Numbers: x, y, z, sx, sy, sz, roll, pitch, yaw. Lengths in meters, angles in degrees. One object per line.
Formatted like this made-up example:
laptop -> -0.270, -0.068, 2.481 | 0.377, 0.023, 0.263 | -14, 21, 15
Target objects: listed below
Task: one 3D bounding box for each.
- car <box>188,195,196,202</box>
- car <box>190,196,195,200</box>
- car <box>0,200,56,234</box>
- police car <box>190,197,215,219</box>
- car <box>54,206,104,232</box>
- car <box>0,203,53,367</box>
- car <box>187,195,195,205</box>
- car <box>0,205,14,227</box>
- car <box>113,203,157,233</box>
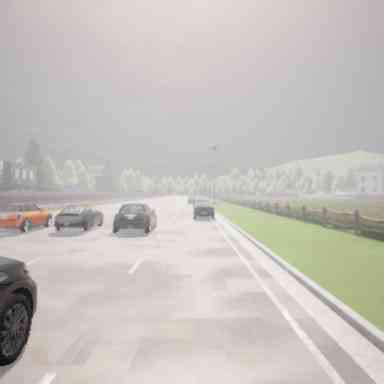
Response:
car -> 0.012, 1.558, 81.581 | 2.097, 1.767, 4.553 | 0, 0, 0
car -> 1.056, 1.712, 46.379 | 1.837, 1.490, 4.892 | 0, 0, 0
car -> -10.396, 1.444, 20.523 | 2.097, 1.767, 4.553 | 0, 0, 0
police car -> 1.054, 1.562, 30.489 | 1.930, 1.638, 5.238 | 0, 0, 0
car -> -6.896, 1.585, 20.747 | 2.128, 1.511, 4.902 | 0, 0, 0
car -> -3.401, 1.234, 2.672 | 2.150, 2.045, 5.566 | 0, 0, 0
car -> 0.010, 1.781, 66.610 | 2.128, 1.511, 4.902 | 0, 0, 0
car -> -13.910, 1.624, 21.938 | 1.812, 1.442, 4.674 | 0, 0, 0
car -> -3.398, 1.444, 20.515 | 2.097, 1.767, 4.553 | 0, 0, 0
